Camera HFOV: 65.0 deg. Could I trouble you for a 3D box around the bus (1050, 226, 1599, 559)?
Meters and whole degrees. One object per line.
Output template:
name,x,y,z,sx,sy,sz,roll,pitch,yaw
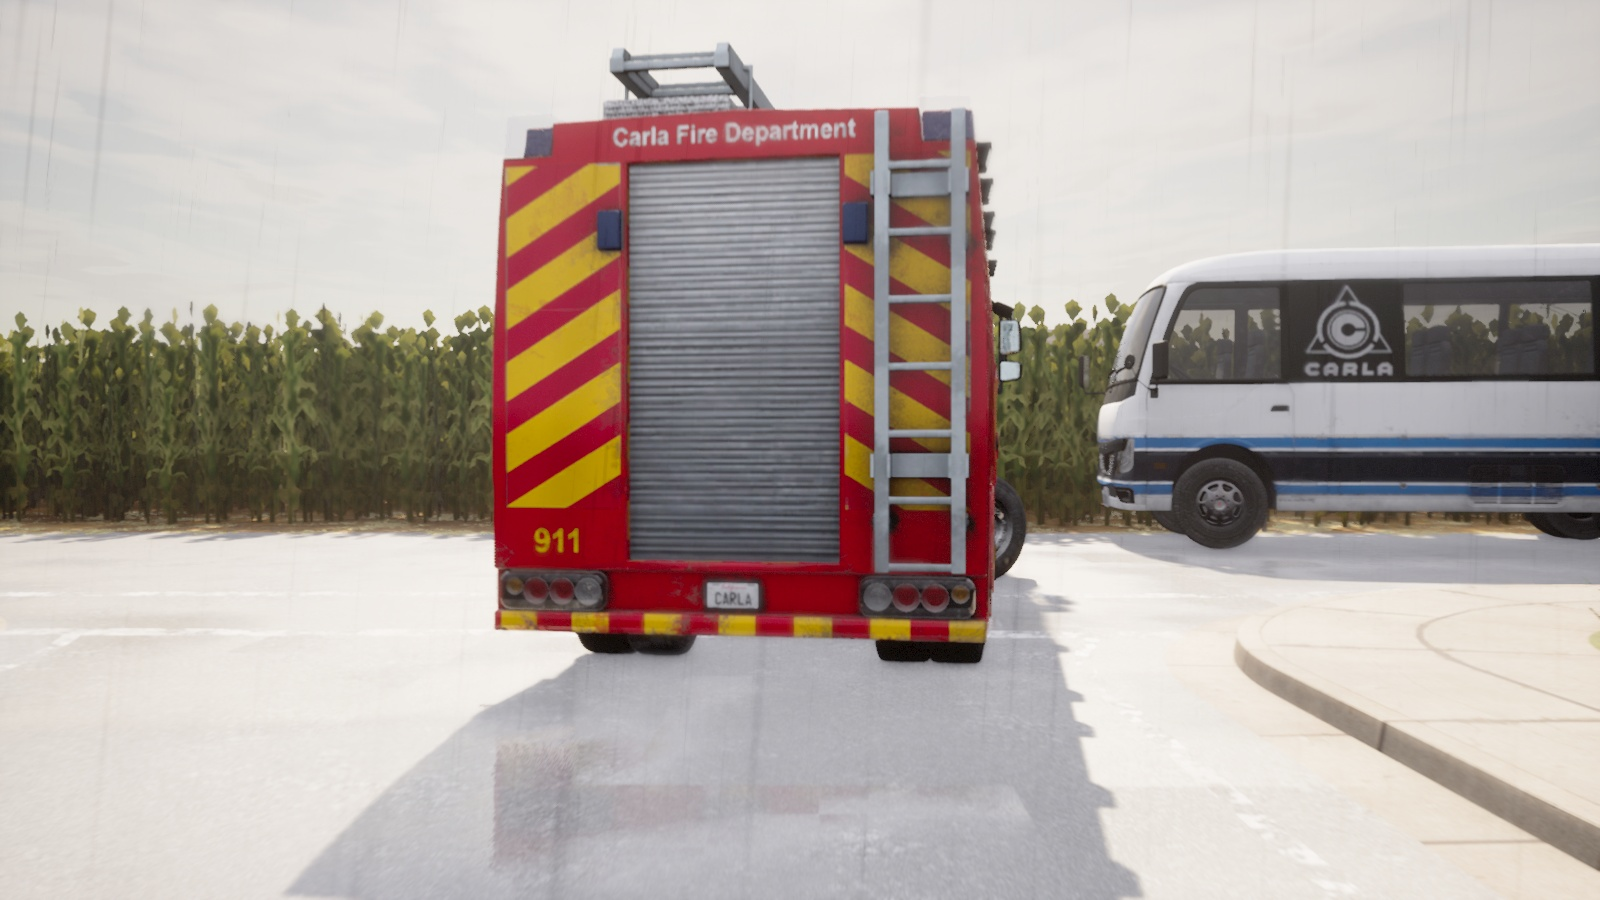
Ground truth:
bus,8.981,-0.755,18.240,10.273,4.253,3.944,0,0,8

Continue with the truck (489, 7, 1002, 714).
truck,0.317,-0.508,11.208,2.891,3.827,8.468,0,0,9
